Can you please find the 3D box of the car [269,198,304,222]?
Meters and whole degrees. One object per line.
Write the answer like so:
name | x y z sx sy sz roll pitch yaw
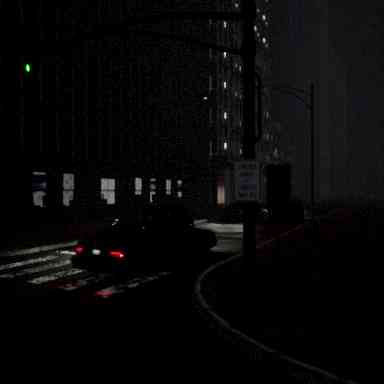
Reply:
car | 7.157 1.422 25.082 1.812 1.442 4.674 0 0 29

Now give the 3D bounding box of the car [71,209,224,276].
car | -1.106 1.500 10.277 2.033 1.411 5.357 0 0 29

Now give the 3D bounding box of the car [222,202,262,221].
car | 3.873 1.387 25.554 1.882 1.535 5.008 0 0 29

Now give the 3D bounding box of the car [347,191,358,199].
car | 40.782 1.138 85.284 1.837 1.490 4.892 0 0 29

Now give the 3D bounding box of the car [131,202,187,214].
car | -1.714 1.299 15.553 2.097 1.767 4.553 0 0 29
